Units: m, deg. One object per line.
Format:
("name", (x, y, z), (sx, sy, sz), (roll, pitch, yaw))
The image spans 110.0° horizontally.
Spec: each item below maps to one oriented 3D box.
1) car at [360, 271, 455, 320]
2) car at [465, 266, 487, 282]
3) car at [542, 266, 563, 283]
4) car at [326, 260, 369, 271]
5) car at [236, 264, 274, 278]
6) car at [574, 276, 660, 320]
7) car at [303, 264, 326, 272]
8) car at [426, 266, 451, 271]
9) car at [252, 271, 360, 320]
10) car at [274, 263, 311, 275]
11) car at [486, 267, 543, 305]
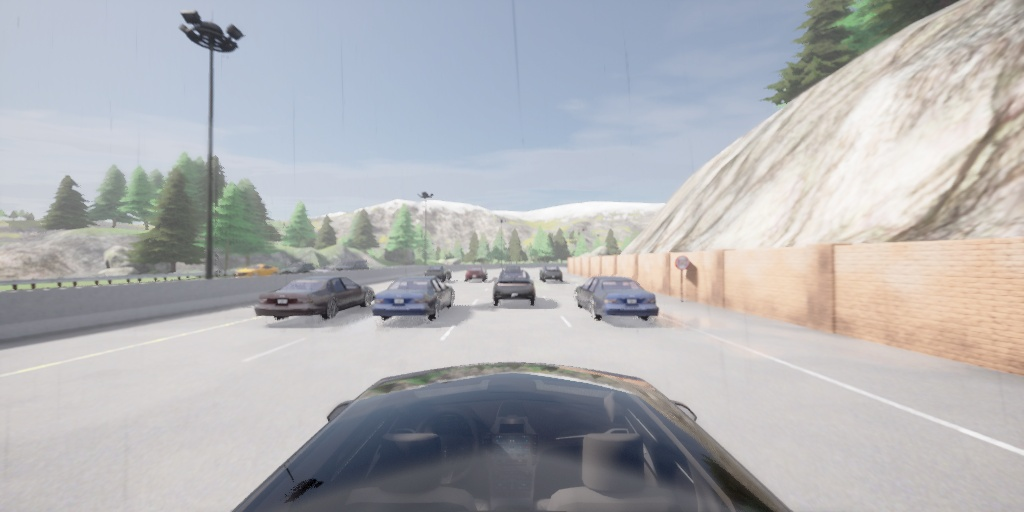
("car", (-3.400, 1.445, 13.302), (2.033, 1.411, 5.357), (0, -1, 0))
("car", (-3.399, 1.695, 34.711), (1.812, 1.442, 4.674), (0, -1, 0))
("car", (3.601, 1.647, 33.627), (2.128, 1.511, 4.902), (0, -1, 0))
("car", (-17.585, 1.446, 39.169), (2.150, 2.045, 5.566), (0, 0, 0))
("car", (-28.080, 1.713, 39.799), (1.882, 1.535, 5.008), (0, -1, 0))
("car", (3.601, 1.444, 13.291), (2.033, 1.411, 5.357), (0, -1, 0))
("car", (-21.080, 1.848, 40.713), (1.895, 1.301, 4.718), (0, -1, 0))
("car", (-6.899, 1.648, 33.637), (2.128, 1.511, 4.902), (0, -1, 0))
("car", (-6.899, 1.445, 13.285), (2.033, 1.411, 5.357), (0, -1, 0))
("car", (-24.563, 1.605, 41.282), (2.097, 1.767, 4.553), (0, -1, 0))
("car", (0.101, 1.438, 17.207), (2.128, 1.511, 4.902), (0, -1, 0))
